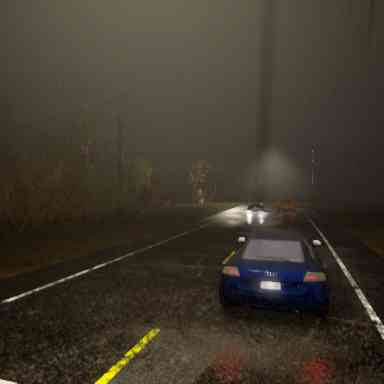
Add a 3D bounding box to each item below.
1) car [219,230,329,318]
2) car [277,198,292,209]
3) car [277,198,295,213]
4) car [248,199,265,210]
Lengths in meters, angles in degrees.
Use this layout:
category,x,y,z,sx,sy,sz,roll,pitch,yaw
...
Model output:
category,x,y,z,sx,sy,sz,roll,pitch,yaw
car,1.938,1.559,7.569,1.994,1.385,4.181,0,0,17
car,13.075,1.600,47.363,1.895,1.301,4.718,0,0,13
car,10.630,1.464,37.604,1.882,1.535,5.008,0,0,15
car,8.210,1.592,42.349,1.895,1.301,4.718,0,0,14
